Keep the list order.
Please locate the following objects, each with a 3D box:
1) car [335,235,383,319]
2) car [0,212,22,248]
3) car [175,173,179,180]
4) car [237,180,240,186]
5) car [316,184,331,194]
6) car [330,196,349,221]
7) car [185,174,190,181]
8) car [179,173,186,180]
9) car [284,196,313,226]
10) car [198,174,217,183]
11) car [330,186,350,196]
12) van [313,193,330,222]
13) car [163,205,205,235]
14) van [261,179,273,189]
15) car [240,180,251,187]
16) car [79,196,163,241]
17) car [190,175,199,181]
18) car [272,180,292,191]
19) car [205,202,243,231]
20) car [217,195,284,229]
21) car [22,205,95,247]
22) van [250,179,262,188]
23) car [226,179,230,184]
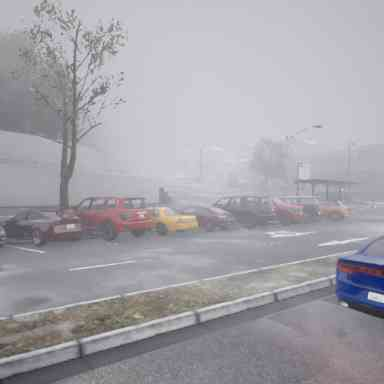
[{"bbox_3d":[4.885,1.487,6.601,5.008,1.535,1.882,0,0,-35],"label":"car"},{"bbox_3d":[-9.413,1.493,13.500,4.892,1.521,2.231,-1,-1,35],"label":"car"},{"bbox_3d":[-2.560,-4.363,95.075,2.435,2.045,5.566,1,-1,34],"label":"car"},{"bbox_3d":[11.417,-2.044,75.547,2.002,1.452,4.674,7,4,35],"label":"car"},{"bbox_3d":[23.506,-0.427,58.265,2.435,2.045,5.566,7,3,35],"label":"car"},{"bbox_3d":[10.279,1.402,27.312,4.553,1.767,2.185,-1,-1,35],"label":"car"},{"bbox_3d":[0.937,-3.851,90.254,2.185,1.767,4.553,6,3,34],"label":"car"},{"bbox_3d":[-0.791,-4.086,92.725,2.185,1.767,4.553,4,1,34],"label":"car"},{"bbox_3d":[5.328,1.266,23.896,5.566,2.045,2.435,-1,-1,35],"label":"car"},{"bbox_3d":[4.578,-3.177,85.525,1.946,1.575,5.366,7,3,34],"label":"car"},{"bbox_3d":[25.195,0.135,55.791,2.002,1.452,4.674,7,3,35],"label":"car"},{"bbox_3d":[7.868,1.296,25.563,4.442,1.987,1.878,-1,-1,35],"label":"van"},{"bbox_3d":[-2.223,1.502,18.812,5.366,1.575,1.946,-1,-1,35],"label":"car"},{"bbox_3d":[16.545,-1.492,68.019,1.878,1.987,4.442,7,4,35],"label":"van"},{"bbox_3d":[13.246,-1.813,73.225,1.946,1.575,5.366,7,3,35],"label":"car"},{"bbox_3d":[-4.545,1.247,16.987,5.566,2.045,2.435,-1,-1,35],"label":"car"},{"bbox_3d":[2.729,-3.700,87.786,2.435,2.045,5.566,7,3,34],"label":"car"},{"bbox_3d":[18.303,-0.993,65.655,2.231,1.521,4.892,7,3,35],"label":"car"},{"bbox_3d":[0.385,1.548,20.438,4.674,1.452,2.002,-1,-1,35],"label":"car"},{"bbox_3d":[2.813,1.262,22.193,5.566,2.045,2.435,-1,-1,35],"label":"car"},{"bbox_3d":[-6.991,1.524,15.244,4.792,1.488,2.163,-1,-1,35],"label":"car"},{"bbox_3d":[14.818,-1.765,70.492,1.878,1.987,4.442,7,4,35],"label":"van"},{"bbox_3d":[9.677,-2.318,78.010,2.002,1.452,4.674,7,3,35],"label":"car"}]
